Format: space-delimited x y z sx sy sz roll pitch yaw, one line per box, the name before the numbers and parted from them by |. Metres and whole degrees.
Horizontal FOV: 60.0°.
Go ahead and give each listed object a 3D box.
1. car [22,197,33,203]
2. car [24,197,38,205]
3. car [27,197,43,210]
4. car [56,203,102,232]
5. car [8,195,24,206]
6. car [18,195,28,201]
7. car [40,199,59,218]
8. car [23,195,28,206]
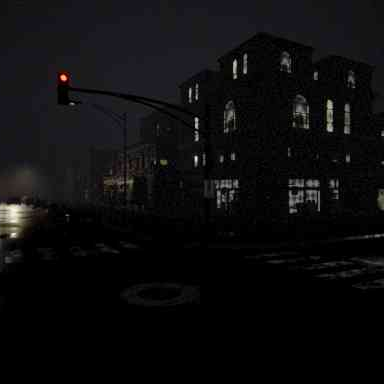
car | -33.774 1.611 68.141 1.802 1.307 4.206 0 0 -29
car | -28.354 1.573 58.520 2.008 1.369 4.403 0 0 -29
car | -20.222 1.564 44.087 2.008 1.369 4.403 0 0 -29
car | -6.669 1.570 20.033 1.947 1.339 4.313 0 0 -29
car | -30.247 1.499 56.593 1.882 1.535 5.008 0 0 -29
car | -41.905 1.483 82.573 1.967 1.590 4.097 0 0 -29
car | -12.090 1.589 29.653 1.802 1.307 4.206 0 0 -29
car | -25.642 1.459 53.709 1.967 1.590 4.097 0 0 -29
